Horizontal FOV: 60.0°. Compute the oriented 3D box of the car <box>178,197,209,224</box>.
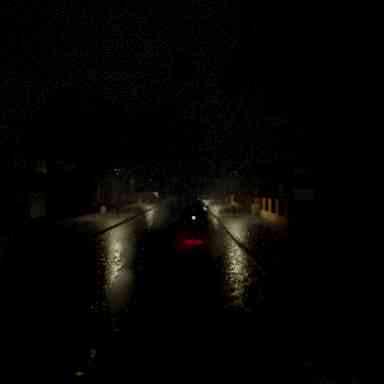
[{"bbox_3d":[0.110,1.358,23.305,1.837,1.490,4.892,0,0,0],"label":"car"}]

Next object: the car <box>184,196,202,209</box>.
[{"bbox_3d":[0.118,1.274,41.408,2.033,1.411,5.357,0,0,0],"label":"car"}]
